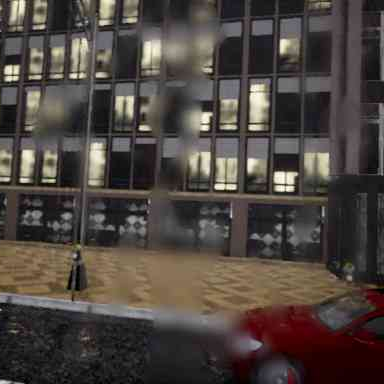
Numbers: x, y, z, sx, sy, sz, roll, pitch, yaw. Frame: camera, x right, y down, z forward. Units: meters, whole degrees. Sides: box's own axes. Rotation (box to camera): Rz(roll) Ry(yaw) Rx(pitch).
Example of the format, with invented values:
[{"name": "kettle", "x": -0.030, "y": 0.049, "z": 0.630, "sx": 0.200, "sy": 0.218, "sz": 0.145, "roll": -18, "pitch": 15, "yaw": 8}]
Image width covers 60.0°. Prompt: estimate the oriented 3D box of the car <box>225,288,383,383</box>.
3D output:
[{"name": "car", "x": 2.569, "y": 1.993, "z": 4.422, "sx": 4.206, "sy": 1.307, "sz": 1.802, "roll": 2, "pitch": -3, "yaw": 12}]
